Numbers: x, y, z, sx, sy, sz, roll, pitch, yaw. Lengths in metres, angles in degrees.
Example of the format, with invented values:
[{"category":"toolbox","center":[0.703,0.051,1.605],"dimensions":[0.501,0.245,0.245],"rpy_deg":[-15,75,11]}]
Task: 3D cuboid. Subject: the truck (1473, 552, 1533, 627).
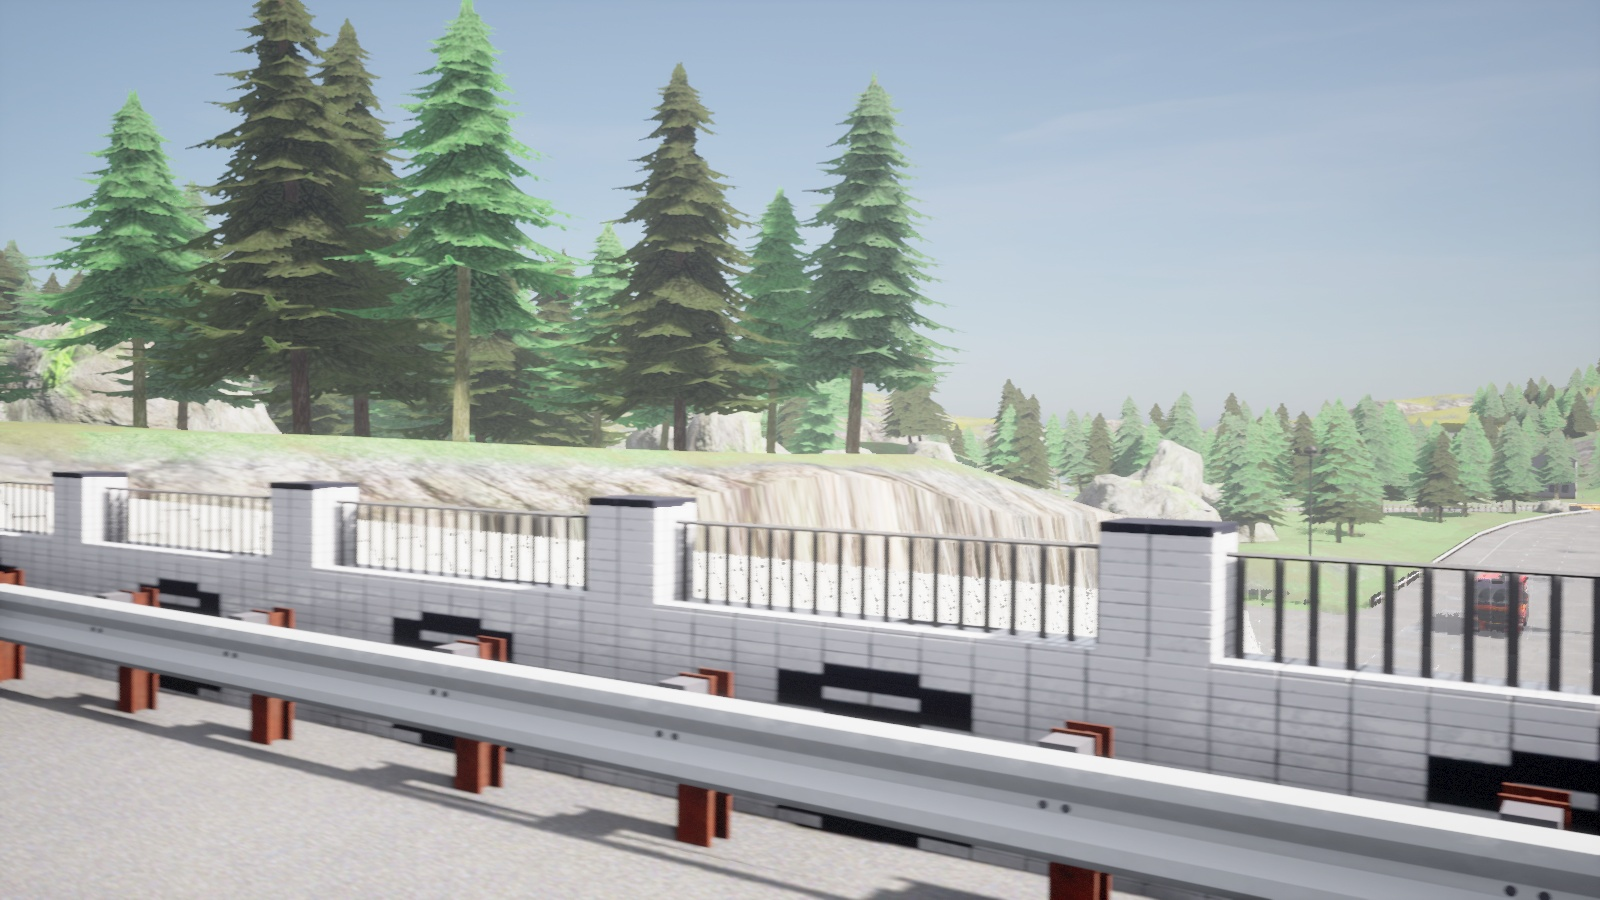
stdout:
[{"category":"truck","center":[46.292,9.046,82.589],"dimensions":[2.891,3.827,8.468],"rpy_deg":[0,1,33]}]
